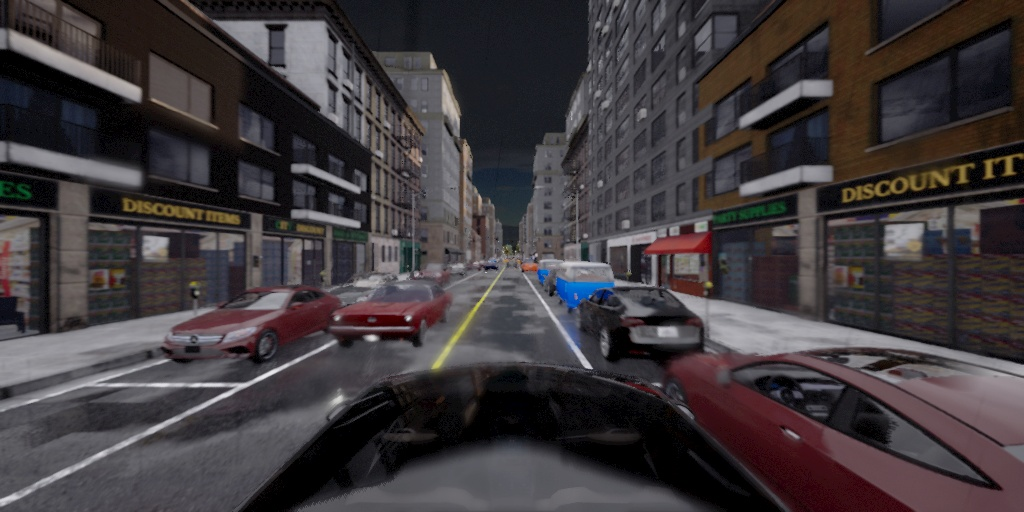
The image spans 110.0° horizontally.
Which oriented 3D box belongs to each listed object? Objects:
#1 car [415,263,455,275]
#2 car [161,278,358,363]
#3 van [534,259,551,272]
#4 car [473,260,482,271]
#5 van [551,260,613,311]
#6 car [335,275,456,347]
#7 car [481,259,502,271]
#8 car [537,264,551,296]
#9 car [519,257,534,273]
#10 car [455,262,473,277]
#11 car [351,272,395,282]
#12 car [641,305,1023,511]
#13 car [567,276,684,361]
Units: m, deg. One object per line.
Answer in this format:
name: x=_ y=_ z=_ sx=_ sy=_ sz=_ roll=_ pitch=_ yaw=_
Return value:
car: x=-5.387 y=1.236 z=24.675 sx=1.967 sy=1.591 sz=4.097 roll=0 pitch=0 yaw=0
car: x=-5.387 y=1.343 z=8.143 sx=1.802 sy=1.307 sz=4.207 roll=0 pitch=0 yaw=0
van: x=2.638 y=1.137 z=24.675 sx=1.690 sy=1.789 sz=3.998 roll=0 pitch=0 yaw=0
car: x=-5.386 y=1.449 z=52.230 sx=1.802 sy=1.307 sz=4.207 roll=0 pitch=0 yaw=0
van: x=2.638 y=1.112 z=13.654 sx=1.690 sy=1.789 sz=3.998 roll=0 pitch=0 yaw=0
car: x=-2.837 y=1.364 z=9.493 sx=1.895 sy=1.301 sz=4.718 roll=0 pitch=0 yaw=0
car: x=-2.822 y=1.463 z=50.499 sx=1.895 sy=1.301 sz=4.718 roll=0 pitch=0 yaw=0
car: x=2.638 y=1.333 z=19.164 sx=2.007 sy=1.370 sz=4.403 roll=0 pitch=0 yaw=0
car: x=2.264 y=1.202 z=45.550 sx=2.097 sy=1.767 sz=4.553 roll=0 pitch=0 yaw=0
car: x=-5.386 y=1.375 z=35.696 sx=2.007 sy=1.370 sz=4.403 roll=0 pitch=0 yaw=0
car: x=-5.387 y=1.322 z=13.654 sx=2.007 sy=1.370 sz=4.403 roll=0 pitch=0 yaw=0
car: x=2.638 y=1.333 z=2.633 sx=1.802 sy=1.307 sz=4.207 roll=0 pitch=0 yaw=0
car: x=2.638 y=1.327 z=8.143 sx=1.948 sy=1.339 sz=4.313 roll=0 pitch=0 yaw=0
